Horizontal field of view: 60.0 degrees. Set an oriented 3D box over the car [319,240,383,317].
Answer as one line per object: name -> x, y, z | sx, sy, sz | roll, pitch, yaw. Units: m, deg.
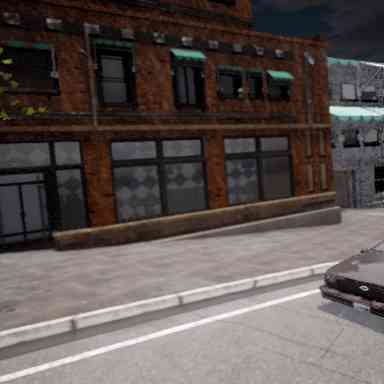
car -> 5.011, 1.454, 6.763 | 5.357, 1.411, 2.033 | -1, 1, -31
